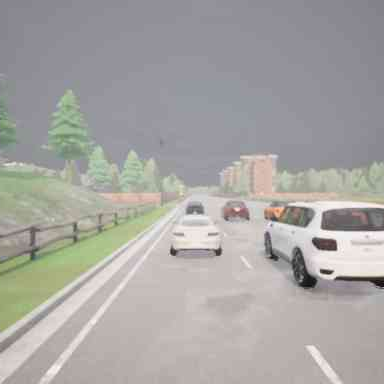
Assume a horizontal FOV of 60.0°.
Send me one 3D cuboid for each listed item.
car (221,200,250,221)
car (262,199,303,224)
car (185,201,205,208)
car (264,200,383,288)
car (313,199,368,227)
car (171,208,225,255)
[{"bbox_3d":[3.790,1.536,29.742,2.097,1.767,4.553,0,0,0],"label":"car"},{"bbox_3d":[7.272,1.498,27.182,2.097,1.767,4.553,0,0,0],"label":"car"},{"bbox_3d":[0.314,1.743,34.363,1.837,1.490,4.892,0,0,0],"label":"car"},{"bbox_3d":[3.619,1.268,9.487,2.150,2.045,5.566,0,0,0],"label":"car"},{"bbox_3d":[10.749,1.459,24.503,2.097,1.767,4.553,0,0,0],"label":"car"},{"bbox_3d":[0.156,1.620,13.614,1.812,1.442,4.674,0,0,0],"label":"car"}]
